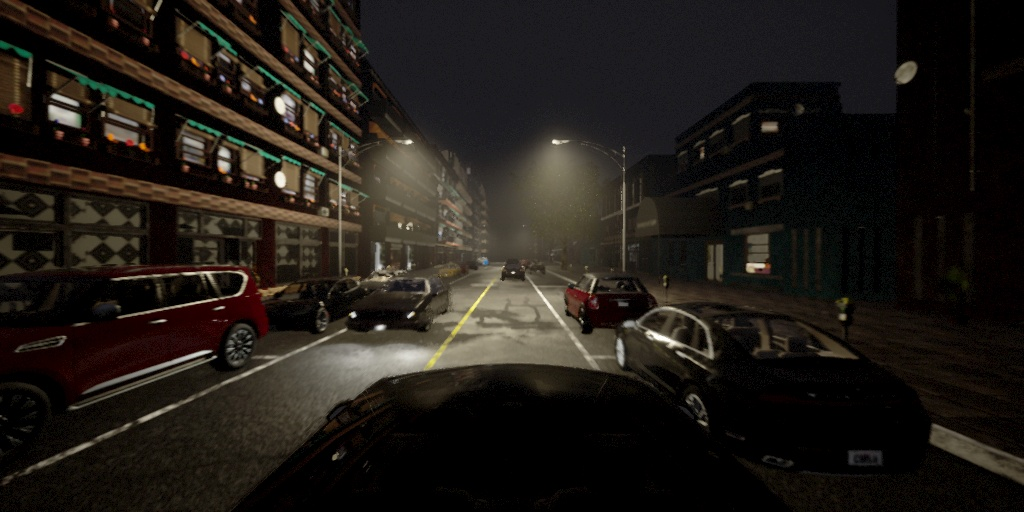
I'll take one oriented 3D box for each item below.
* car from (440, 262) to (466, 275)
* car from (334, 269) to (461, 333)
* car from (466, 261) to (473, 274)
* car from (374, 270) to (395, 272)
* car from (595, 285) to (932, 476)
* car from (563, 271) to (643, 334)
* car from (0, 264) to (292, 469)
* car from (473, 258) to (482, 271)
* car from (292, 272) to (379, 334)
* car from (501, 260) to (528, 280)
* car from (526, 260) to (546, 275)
[{"bbox_3d":[-5.690,1.290,33.226,1.751,1.417,4.829,0,0,0],"label":"car"},{"bbox_3d":[-3.076,1.299,11.045,2.033,1.411,5.357,0,0,0],"label":"car"},{"bbox_3d":[-5.690,1.314,39.093,1.888,1.381,4.507,0,0,0],"label":"car"},{"bbox_3d":[-5.690,1.304,16.305,2.007,1.370,4.403,0,0,0],"label":"car"},{"bbox_3d":[2.691,1.301,4.910,2.007,1.370,4.403,0,0,0],"label":"car"},{"bbox_3d":[2.691,1.191,10.607,1.967,1.591,4.097,0,0,0],"label":"car"},{"bbox_3d":[-5.690,1.065,4.912,2.192,1.841,5.009,0,0,0],"label":"car"},{"bbox_3d":[-5.690,1.348,50.485,1.948,1.339,4.313,0,0,0],"label":"car"},{"bbox_3d":[-5.690,1.317,10.609,1.948,1.339,4.313,0,0,0],"label":"car"},{"bbox_3d":[0.101,1.327,31.181,1.994,1.385,4.181,0,0,0],"label":"car"},{"bbox_3d":[2.691,1.320,39.091,2.007,1.370,4.403,0,0,0],"label":"car"}]
